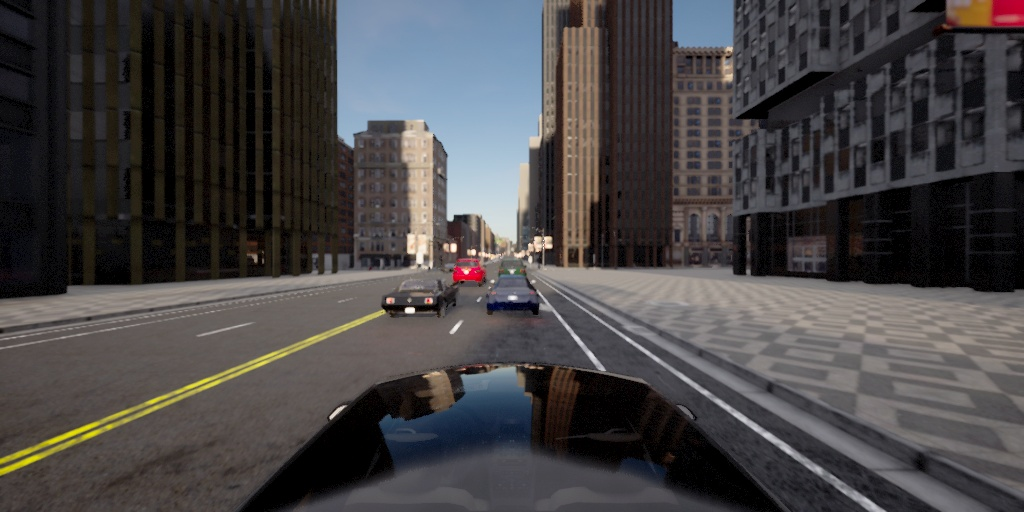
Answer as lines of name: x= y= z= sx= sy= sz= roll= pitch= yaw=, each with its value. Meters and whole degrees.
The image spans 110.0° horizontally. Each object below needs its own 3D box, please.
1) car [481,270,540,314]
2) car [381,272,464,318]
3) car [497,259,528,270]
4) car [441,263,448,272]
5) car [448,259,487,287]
car: x=0.045 y=1.445 z=14.480 sx=1.994 sy=1.385 sz=4.181 roll=0 pitch=-1 yaw=1
car: x=-3.214 y=1.472 z=13.612 sx=1.895 sy=1.301 sz=4.718 roll=0 pitch=-1 yaw=0
car: x=0.028 y=1.262 z=28.122 sx=2.150 sy=2.045 sz=5.566 roll=0 pitch=0 yaw=1
car: x=-9.813 y=1.870 z=55.882 sx=1.882 sy=1.535 sz=5.008 roll=0 pitch=-1 yaw=0
car: x=-3.221 y=1.262 z=28.134 sx=2.150 sy=2.045 sz=5.566 roll=0 pitch=0 yaw=0
